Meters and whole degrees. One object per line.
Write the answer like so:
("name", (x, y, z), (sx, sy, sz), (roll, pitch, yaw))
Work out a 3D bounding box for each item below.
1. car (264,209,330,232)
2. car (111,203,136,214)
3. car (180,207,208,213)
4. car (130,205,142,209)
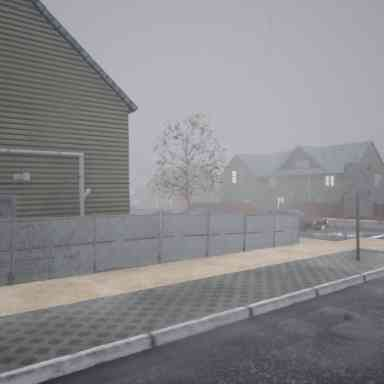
("car", (6.585, 1.878, 22.792), (2.033, 1.411, 5.357), (-1, -1, -36))
("car", (-10.765, 2.567, 51.997), (1.882, 1.535, 5.008), (-1, -1, -36))
("car", (0.461, 2.143, 31.323), (1.994, 1.385, 4.181), (-1, -1, -35))
("car", (-7.334, 2.459, 42.200), (1.994, 1.385, 4.181), (-1, 0, -35))
